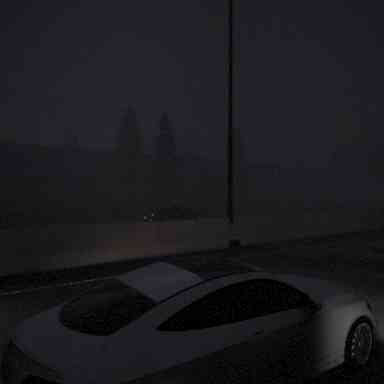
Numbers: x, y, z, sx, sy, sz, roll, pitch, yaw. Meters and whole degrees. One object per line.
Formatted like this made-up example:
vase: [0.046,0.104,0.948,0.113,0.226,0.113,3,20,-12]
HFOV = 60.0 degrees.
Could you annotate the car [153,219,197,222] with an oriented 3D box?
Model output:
car: [-1.637,1.604,24.321,4.181,1.385,1.994,0,0,-35]

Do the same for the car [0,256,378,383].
car: [0.347,1.533,3.995,4.674,1.442,1.812,0,0,-36]
